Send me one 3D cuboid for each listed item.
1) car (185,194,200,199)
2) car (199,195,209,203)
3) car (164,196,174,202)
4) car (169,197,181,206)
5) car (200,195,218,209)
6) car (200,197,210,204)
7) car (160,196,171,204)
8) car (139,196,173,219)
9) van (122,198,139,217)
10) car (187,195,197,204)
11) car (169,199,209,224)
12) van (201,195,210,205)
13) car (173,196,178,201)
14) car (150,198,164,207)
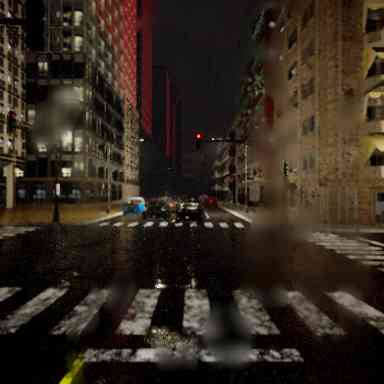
[{"bbox_3d":[0.106,1.392,54.620,2.150,2.045,5.566,0,0,0],"label":"car"},{"bbox_3d":[2.697,1.568,77.008,2.192,1.841,5.009,0,0,0],"label":"car"},{"bbox_3d":[-5.682,1.824,82.558,2.008,1.369,4.403,0,0,0],"label":"car"},{"bbox_3d":[-2.993,1.665,58.994,1.882,1.535,5.008,0,0,0],"label":"car"},{"bbox_3d":[2.694,1.469,49.254,2.192,1.841,5.009,0,0,0],"label":"car"},{"bbox_3d":[2.697,1.783,71.456,2.008,1.369,4.403,0,0,0],"label":"car"},{"bbox_3d":[-5.684,1.672,71.456,1.967,1.590,4.097,0,0,0],"label":"car"},{"bbox_3d":[-3.126,1.442,29.869,2.097,1.767,4.553,0,0,1],"label":"car"},{"bbox_3d":[-5.687,1.440,32.601,1.690,1.788,3.998,0,0,0],"label":"van"},{"bbox_3d":[0.010,1.590,72.119,2.097,1.767,4.553,0,0,0],"label":"car"},{"bbox_3d":[-0.079,1.566,25.322,2.128,1.511,4.902,0,0,6],"label":"car"},{"bbox_3d":[2.696,1.553,65.906,1.690,1.788,3.998,0,0,0],"label":"van"},{"bbox_3d":[-3.084,1.471,38.658,2.097,1.767,4.553,0,0,0],"label":"car"},{"bbox_3d":[-5.685,1.698,54.634,1.752,1.417,4.829,0,0,0],"label":"car"}]
